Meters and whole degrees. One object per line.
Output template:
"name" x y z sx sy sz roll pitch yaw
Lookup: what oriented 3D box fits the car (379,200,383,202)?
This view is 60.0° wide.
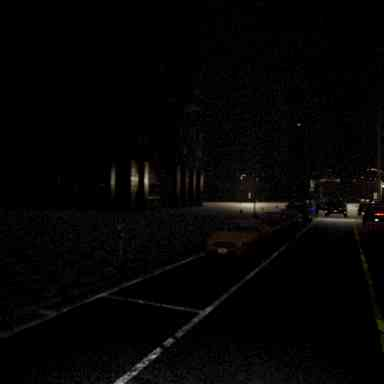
"car" 24.124 2.088 40.732 1.887 1.381 4.507 0 -1 25

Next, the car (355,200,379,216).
"car" 19.553 1.984 37.347 1.837 1.490 4.892 0 0 25

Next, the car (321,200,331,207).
"car" 28.213 2.365 69.913 1.752 1.417 4.829 0 -1 25

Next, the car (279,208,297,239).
"car" 4.477 1.778 18.529 1.802 1.307 4.206 0 -1 25

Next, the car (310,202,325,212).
"car" 18.762 2.161 49.451 1.802 1.307 4.206 0 -1 25

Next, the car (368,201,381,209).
"car" 33.647 2.386 61.347 1.802 1.307 4.206 0 -1 25

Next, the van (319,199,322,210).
"van" 14.002 1.791 39.147 1.690 1.788 3.998 0 -1 25

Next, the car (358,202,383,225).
"car" 14.822 1.854 27.020 1.837 1.490 4.892 0 0 25

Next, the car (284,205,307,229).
"car" 6.858 1.841 23.683 1.802 1.307 4.206 0 -1 25

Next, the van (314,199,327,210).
"van" 21.144 1.986 54.608 1.690 1.788 3.998 0 -1 25

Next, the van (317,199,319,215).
"van" 11.621 1.727 33.993 1.690 1.788 3.998 0 -1 25

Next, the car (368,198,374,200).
"car" 31.267 2.178 56.194 1.967 1.590 4.097 0 -1 25

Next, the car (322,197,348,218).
"car" 15.962 1.671 36.821 2.150 2.045 5.566 0 -1 25

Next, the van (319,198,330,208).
"van" 25.905 2.117 64.915 1.690 1.788 3.998 0 -1 25

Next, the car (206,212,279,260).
"car" 2.025 1.656 13.221 1.752 1.417 4.829 0 -1 25

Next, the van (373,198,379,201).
"van" 26.506 1.949 45.887 1.690 1.788 3.998 0 -1 25

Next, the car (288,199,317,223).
"car" 9.240 1.637 28.839 2.192 1.841 5.009 0 -1 25
